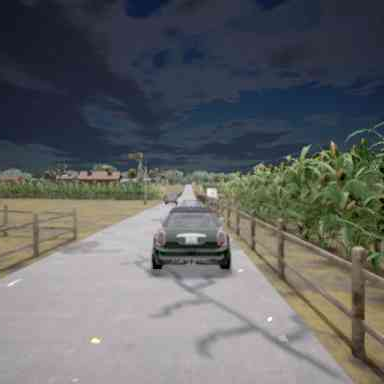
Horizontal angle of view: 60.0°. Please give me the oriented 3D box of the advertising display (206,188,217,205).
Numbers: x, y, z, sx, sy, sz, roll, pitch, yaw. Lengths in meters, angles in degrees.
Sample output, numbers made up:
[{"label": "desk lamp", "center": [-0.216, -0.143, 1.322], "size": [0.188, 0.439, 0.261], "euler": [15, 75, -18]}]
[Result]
[{"label": "advertising display", "center": [2.862, 0.661, 47.931], "size": [1.540, 2.440, 0.280], "euler": [1, 1, 0]}]

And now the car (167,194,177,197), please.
[{"label": "car", "center": [-3.132, 1.140, 50.759], "size": [1.837, 1.490, 4.892], "euler": [0, 0, 0]}]

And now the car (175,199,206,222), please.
[{"label": "car", "center": [-0.102, 1.281, 24.659], "size": [2.033, 1.411, 5.357], "euler": [0, 0, 0]}]

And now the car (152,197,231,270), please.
[{"label": "car", "center": [-0.007, 1.211, 10.574], "size": [2.097, 1.767, 4.553], "euler": [0, 1, 0]}]
